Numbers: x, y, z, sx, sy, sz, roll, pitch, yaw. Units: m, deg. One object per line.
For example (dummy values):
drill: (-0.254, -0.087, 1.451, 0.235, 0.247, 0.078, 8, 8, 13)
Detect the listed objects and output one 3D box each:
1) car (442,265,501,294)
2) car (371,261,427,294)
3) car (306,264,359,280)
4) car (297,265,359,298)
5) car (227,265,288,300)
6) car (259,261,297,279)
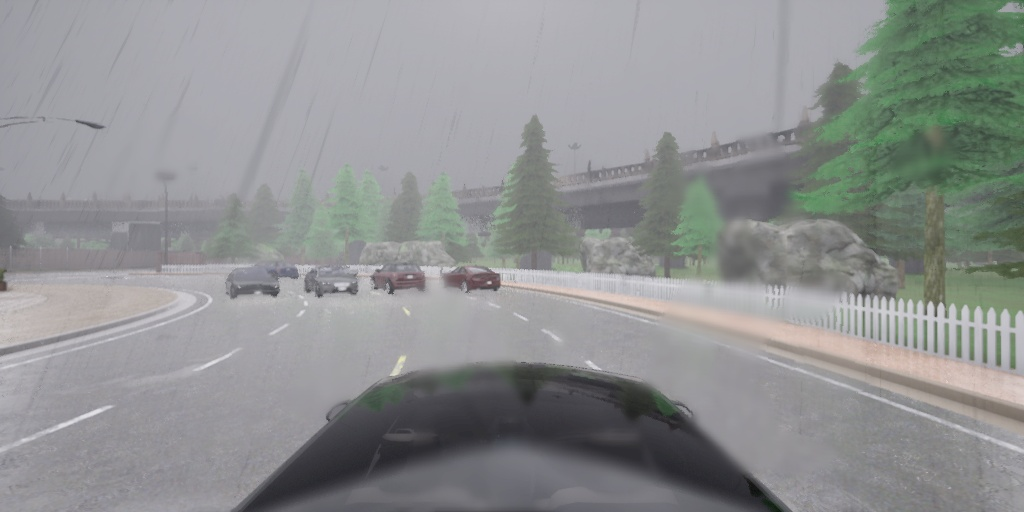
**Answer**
car: (-2.514, 1.285, 21.154, 1.882, 1.535, 5.008, 0, 0, -32)
car: (-6.707, 1.159, 20.974, 2.097, 1.767, 4.553, 0, 0, -35)
car: (-16.777, 1.447, 33.540, 4.718, 1.301, 1.895, 0, 0, 25)
car: (-9.590, 1.293, 18.932, 2.128, 1.511, 4.902, 0, 0, -39)
car: (-13.415, 1.348, 18.476, 2.033, 1.411, 5.357, 0, 0, -42)
car: (-21.160, 1.193, 31.462, 4.553, 1.767, 2.097, 0, 0, 21)
